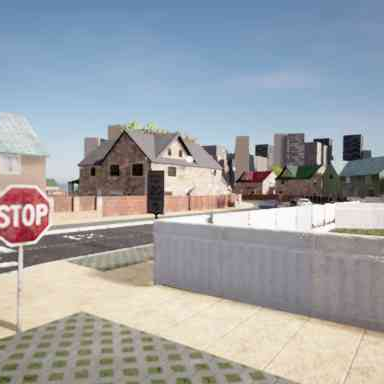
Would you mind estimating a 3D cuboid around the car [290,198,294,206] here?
[{"bbox_3d":[16.362,1.519,51.163,2.128,1.511,4.902,1,0,7],"label":"car"}]

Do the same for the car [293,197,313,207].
[{"bbox_3d":[13.919,1.577,41.172,1.812,1.442,4.674,1,0,20],"label":"car"}]

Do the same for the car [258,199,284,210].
[{"bbox_3d":[8.759,1.520,36.491,2.033,1.411,5.357,2,1,27],"label":"car"}]
